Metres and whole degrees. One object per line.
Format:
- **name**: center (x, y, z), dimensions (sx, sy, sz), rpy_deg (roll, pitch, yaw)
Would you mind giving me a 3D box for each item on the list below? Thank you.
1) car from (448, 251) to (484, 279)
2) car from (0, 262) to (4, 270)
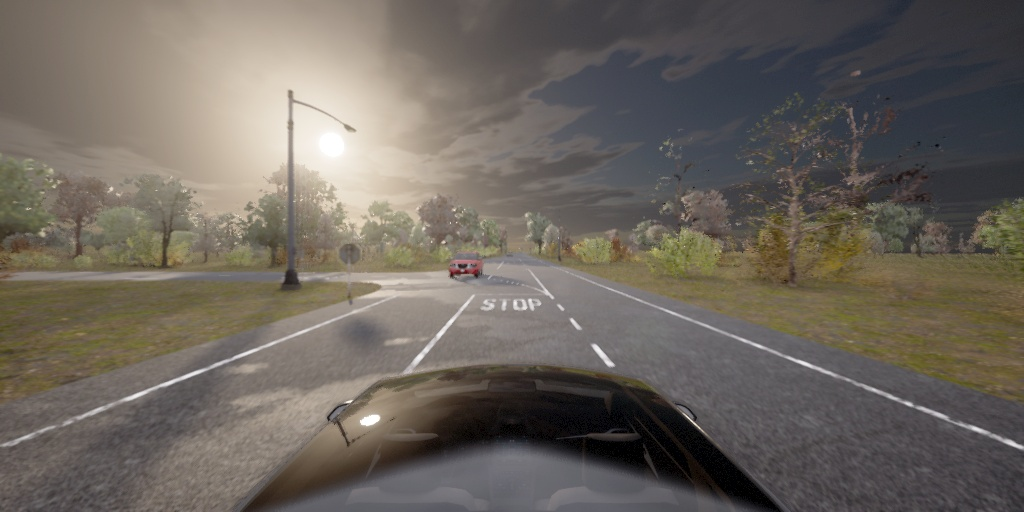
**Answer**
- **car**: center (-3.446, 0.630, 27.836), dimensions (2.150, 2.045, 5.566), rpy_deg (0, 1, 0)
- **car**: center (-48.574, 0.831, 31.695), dimensions (5.357, 1.411, 2.033), rpy_deg (0, 1, 2)
